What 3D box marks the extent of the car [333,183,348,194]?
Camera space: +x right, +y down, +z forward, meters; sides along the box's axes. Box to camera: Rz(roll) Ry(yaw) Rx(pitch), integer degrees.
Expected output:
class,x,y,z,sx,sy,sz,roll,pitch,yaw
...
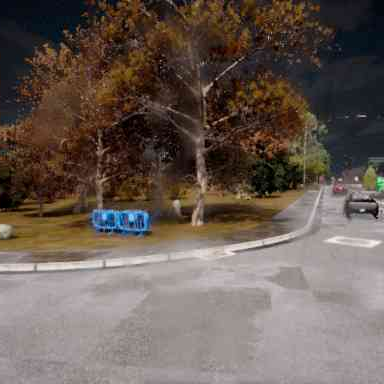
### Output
class,x,y,z,sx,sy,sz,roll,pitch,yaw
car,22.922,-0.560,51.452,2.097,1.767,4.553,1,3,22

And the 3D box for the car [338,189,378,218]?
class,x,y,z,sx,sy,sz,roll,pitch,yaw
car,11.310,0.822,22.489,2.128,1.511,4.902,1,3,22
